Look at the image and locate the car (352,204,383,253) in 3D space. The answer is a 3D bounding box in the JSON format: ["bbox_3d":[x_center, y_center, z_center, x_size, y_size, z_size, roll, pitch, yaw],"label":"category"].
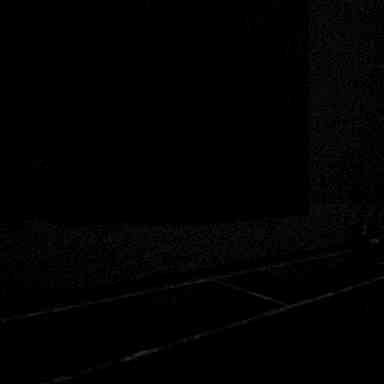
[{"bbox_3d":[8.045,1.283,12.388,5.009,1.841,2.192,0,0,-35],"label":"car"}]
